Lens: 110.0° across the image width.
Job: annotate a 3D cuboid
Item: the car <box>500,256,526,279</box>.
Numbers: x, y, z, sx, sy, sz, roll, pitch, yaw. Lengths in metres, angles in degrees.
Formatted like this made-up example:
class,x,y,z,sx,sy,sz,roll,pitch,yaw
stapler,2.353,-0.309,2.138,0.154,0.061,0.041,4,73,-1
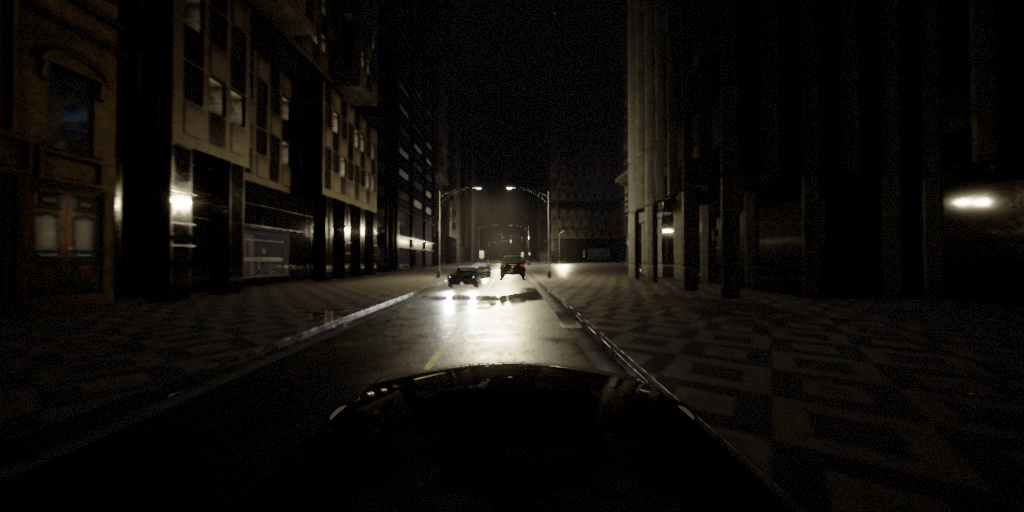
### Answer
class,x,y,z,sx,sy,sz,roll,pitch,yaw
car,0.069,0.982,32.349,2.150,2.045,5.566,0,0,0

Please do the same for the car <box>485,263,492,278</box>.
class,x,y,z,sx,sy,sz,roll,pitch,yaw
car,-3.022,1.327,34.493,1.994,1.385,4.181,0,0,0

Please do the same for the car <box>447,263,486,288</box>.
class,x,y,z,sx,sy,sz,roll,pitch,yaw
car,-3.032,1.359,23.942,1.895,1.301,4.718,0,0,0
